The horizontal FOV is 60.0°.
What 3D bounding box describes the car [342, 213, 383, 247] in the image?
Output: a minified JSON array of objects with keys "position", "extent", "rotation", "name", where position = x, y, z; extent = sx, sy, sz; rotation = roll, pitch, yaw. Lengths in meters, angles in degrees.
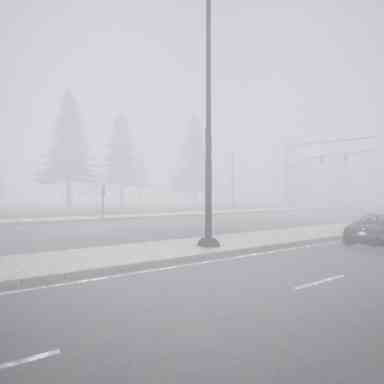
[{"position":[8.200,1.570,14.018],"extent":[4.181,1.385,1.994],"rotation":[0,0,-35],"name":"car"}]
